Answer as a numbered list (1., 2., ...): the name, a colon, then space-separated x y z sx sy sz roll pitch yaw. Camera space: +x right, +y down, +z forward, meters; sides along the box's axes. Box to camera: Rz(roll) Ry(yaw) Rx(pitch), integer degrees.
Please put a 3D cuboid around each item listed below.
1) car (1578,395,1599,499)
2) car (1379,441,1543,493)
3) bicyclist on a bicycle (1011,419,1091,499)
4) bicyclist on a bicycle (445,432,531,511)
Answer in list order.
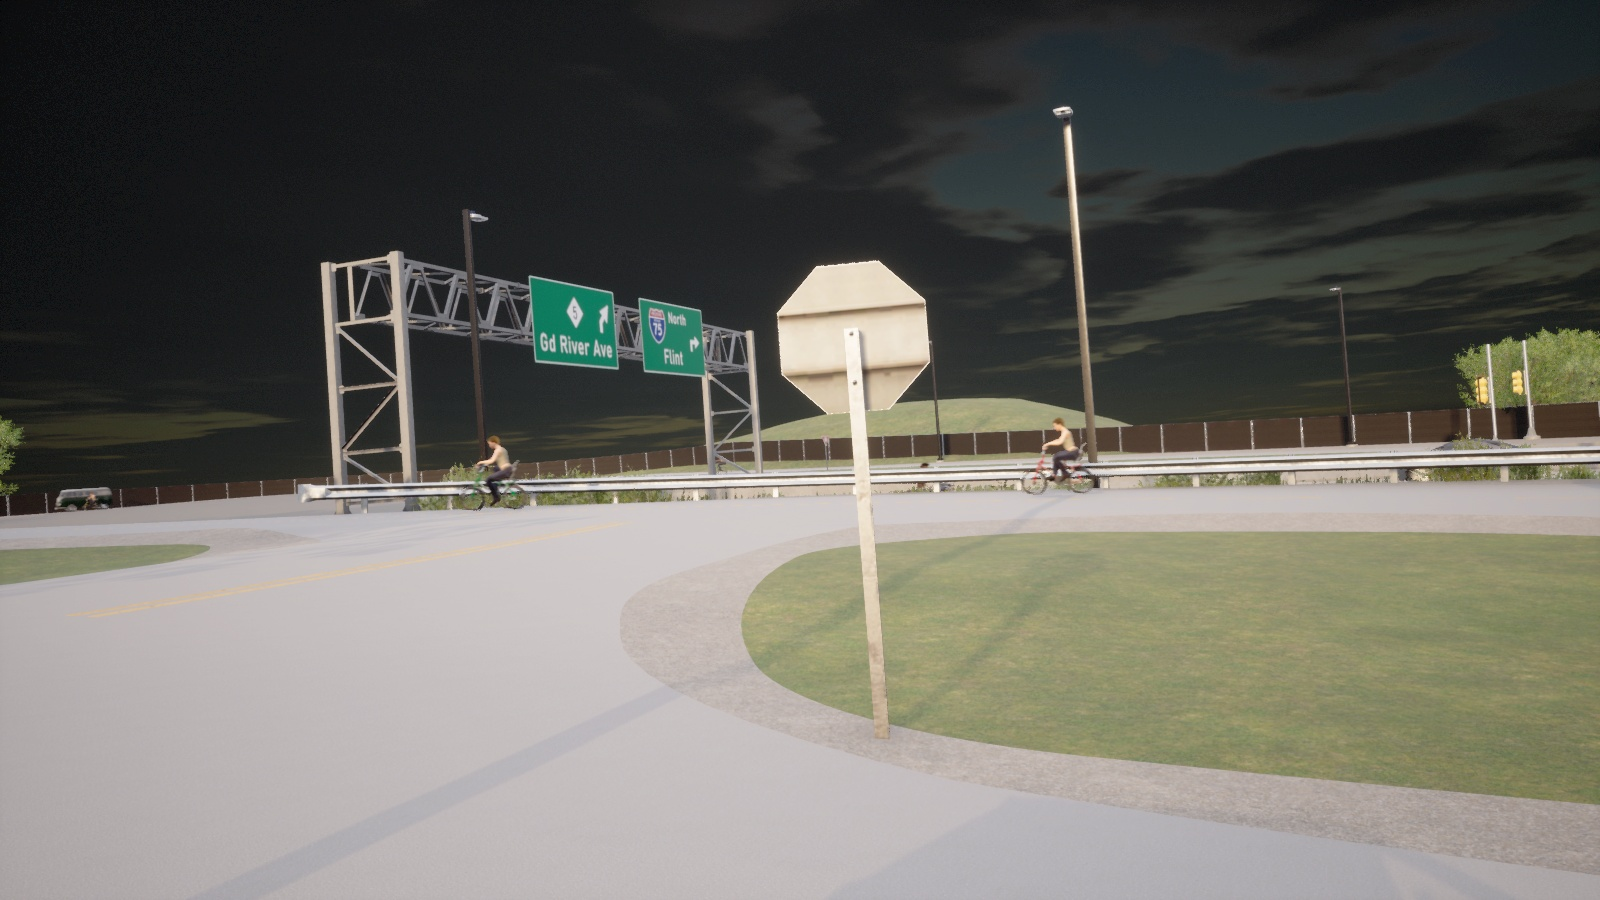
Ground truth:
1. car: 15.719 -0.118 20.689 4.553 1.767 2.097 -1 2 45
2. car: 20.197 0.507 38.576 4.181 1.385 1.994 -3 0 21
3. bicyclist on a bicycle: 5.256 0.178 26.239 1.509 1.612 0.866 -2 1 18
4. bicyclist on a bicycle: -6.712 0.463 27.024 1.509 1.612 0.866 -2 2 9
